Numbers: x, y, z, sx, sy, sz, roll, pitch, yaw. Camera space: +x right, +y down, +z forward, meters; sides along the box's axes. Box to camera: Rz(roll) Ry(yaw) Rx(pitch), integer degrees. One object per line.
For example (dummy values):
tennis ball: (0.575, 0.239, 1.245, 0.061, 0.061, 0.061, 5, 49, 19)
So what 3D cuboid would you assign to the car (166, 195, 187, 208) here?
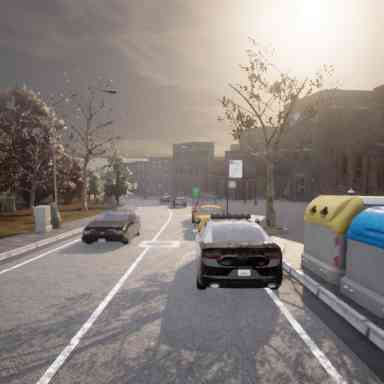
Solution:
car: (-1.928, 1.384, 46.897, 2.128, 1.511, 4.902, -1, 0, -10)

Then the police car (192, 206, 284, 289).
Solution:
police car: (1.043, 1.408, 9.232, 1.930, 1.638, 5.238, 0, 0, 0)

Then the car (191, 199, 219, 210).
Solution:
car: (1.035, 1.419, 19.358, 1.801, 1.575, 5.366, 0, 0, 0)

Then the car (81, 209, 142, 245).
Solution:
car: (-3.530, 1.517, 15.682, 2.033, 1.411, 5.357, 0, 0, 0)

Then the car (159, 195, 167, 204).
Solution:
car: (-4.773, 1.386, 60.387, 1.837, 1.490, 4.892, -2, 0, -16)
